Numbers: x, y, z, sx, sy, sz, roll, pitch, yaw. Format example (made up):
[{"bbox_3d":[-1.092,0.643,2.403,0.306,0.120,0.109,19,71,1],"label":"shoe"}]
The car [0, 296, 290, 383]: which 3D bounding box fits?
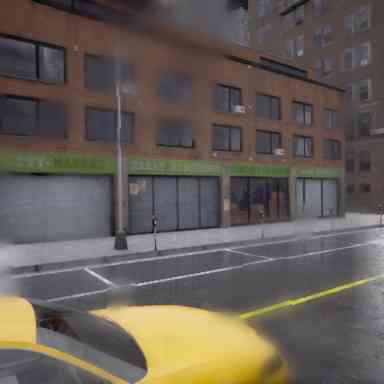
[{"bbox_3d":[-1.549,1.456,2.329,5.366,1.575,1.801,0,0,-36],"label":"car"}]
